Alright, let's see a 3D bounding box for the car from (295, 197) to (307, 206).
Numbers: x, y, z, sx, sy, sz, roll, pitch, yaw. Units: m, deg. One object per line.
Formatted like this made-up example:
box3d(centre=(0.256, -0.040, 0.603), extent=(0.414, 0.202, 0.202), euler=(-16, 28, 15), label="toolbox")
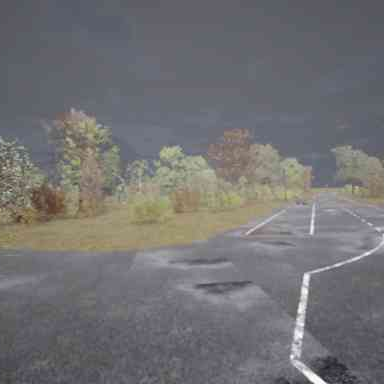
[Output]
box3d(centre=(18.575, 1.554, 56.480), extent=(2.033, 1.411, 5.357), euler=(-3, -1, 21), label="car")
